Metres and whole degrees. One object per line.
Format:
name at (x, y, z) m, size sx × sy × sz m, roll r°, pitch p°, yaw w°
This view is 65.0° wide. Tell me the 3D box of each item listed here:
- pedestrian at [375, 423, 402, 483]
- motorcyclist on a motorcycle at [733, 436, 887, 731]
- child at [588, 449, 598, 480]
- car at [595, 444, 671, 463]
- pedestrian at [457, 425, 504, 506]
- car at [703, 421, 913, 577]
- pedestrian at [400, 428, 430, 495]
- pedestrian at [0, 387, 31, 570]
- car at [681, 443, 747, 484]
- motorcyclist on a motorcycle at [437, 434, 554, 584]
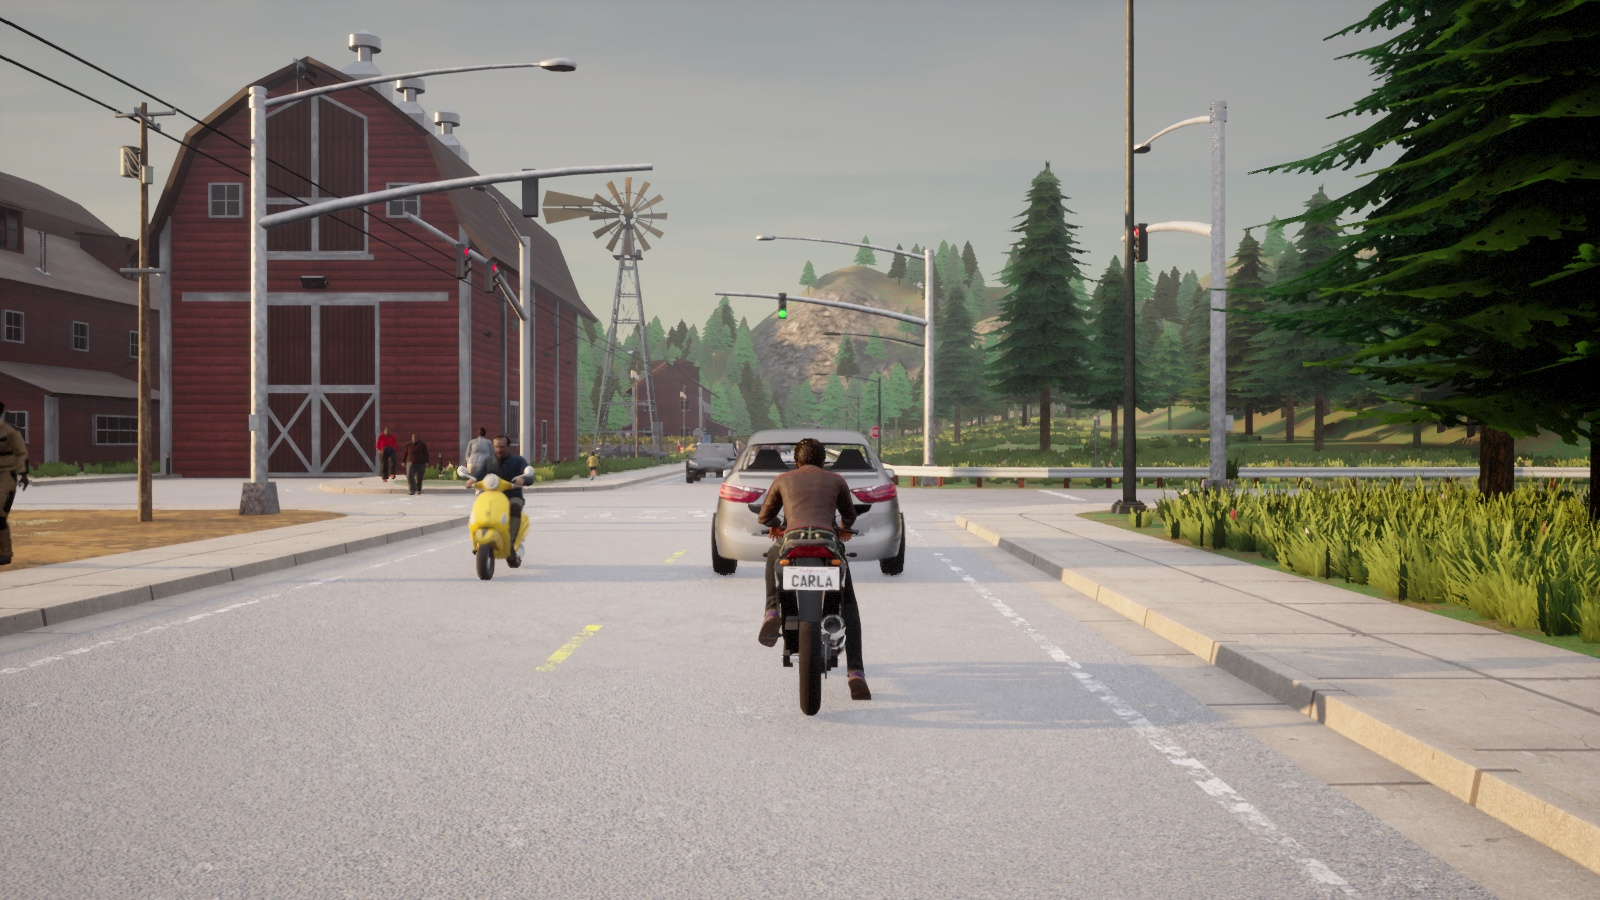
pedestrian at (-12.853, 0.076, 39.200) m, size 0.634 × 1.844 × 0.899 m, roll 0°, pitch 0°, yaw -30°
motorcyclist on a motorcycle at (0.058, 0.686, 7.516) m, size 0.797 × 1.523 × 2.044 m, roll 0°, pitch 0°, yaw 0°
child at (-7.387, 0.523, 44.776) m, size 0.255 × 1.110 × 0.394 m, roll 0°, pitch 0°, yaw 6°
car at (-12.284, 0.261, 92.678) m, size 5.357 × 1.411 × 2.033 m, roll 0°, pitch 0°, yaw -1°
pedestrian at (-7.375, 0.352, 28.994) m, size 0.874 × 1.855 × 0.900 m, roll 0°, pitch 0°, yaw -1°
car at (0.104, 0.503, 15.724) m, size 2.242 × 1.667 × 4.611 m, roll 0°, pitch 0°, yaw 0°
pedestrian at (-10.704, 0.316, 34.926) m, size 0.634 × 1.844 × 0.899 m, roll 0°, pitch 0°, yaw -6°
pedestrian at (-8.636, 0.299, 13.443) m, size 0.396 × 1.930 × 0.692 m, roll 0°, pitch 0°, yaw -1°
car at (-3.211, 0.474, 47.878) m, size 2.163 × 1.488 × 4.792 m, roll 0°, pitch 0°, yaw 0°
motorcyclist on a motorcycle at (-3.399, 0.617, 14.199) m, size 0.866 × 1.590 × 1.817 m, roll 0°, pitch 0°, yaw 0°
